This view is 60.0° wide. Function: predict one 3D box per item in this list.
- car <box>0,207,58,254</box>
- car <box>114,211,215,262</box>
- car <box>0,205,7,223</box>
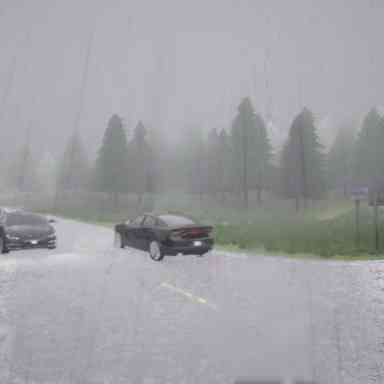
[{"bbox_3d":[-6.958,1.509,13.703,1.837,1.490,4.892,0,0,-35],"label":"car"},{"bbox_3d":[-1.231,1.452,12.259,1.882,1.535,5.008,1,-1,-35],"label":"car"},{"bbox_3d":[-16.273,1.738,26.816,1.895,1.301,4.718,0,-1,-35],"label":"car"}]
